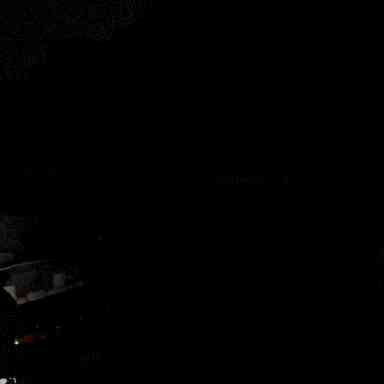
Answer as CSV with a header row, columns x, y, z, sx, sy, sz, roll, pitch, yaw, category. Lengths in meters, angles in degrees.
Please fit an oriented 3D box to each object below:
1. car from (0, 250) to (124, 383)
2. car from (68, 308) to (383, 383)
x,y,z,sx,sy,sz,roll,pitch,yaw,category
-2.858,1.548,4.834,4.403,1.369,2.008,0,1,36,car
1.544,1.566,1.695,4.313,1.339,1.947,0,1,36,car
